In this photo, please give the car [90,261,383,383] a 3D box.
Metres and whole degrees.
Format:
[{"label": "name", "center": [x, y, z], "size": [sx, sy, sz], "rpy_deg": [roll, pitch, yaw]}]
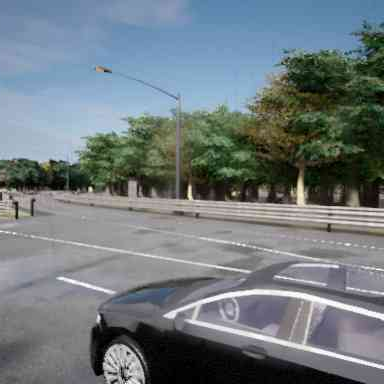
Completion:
[{"label": "car", "center": [1.024, 1.485, 3.278], "size": [4.902, 1.511, 2.128], "rpy_deg": [1, 0, 36]}]
